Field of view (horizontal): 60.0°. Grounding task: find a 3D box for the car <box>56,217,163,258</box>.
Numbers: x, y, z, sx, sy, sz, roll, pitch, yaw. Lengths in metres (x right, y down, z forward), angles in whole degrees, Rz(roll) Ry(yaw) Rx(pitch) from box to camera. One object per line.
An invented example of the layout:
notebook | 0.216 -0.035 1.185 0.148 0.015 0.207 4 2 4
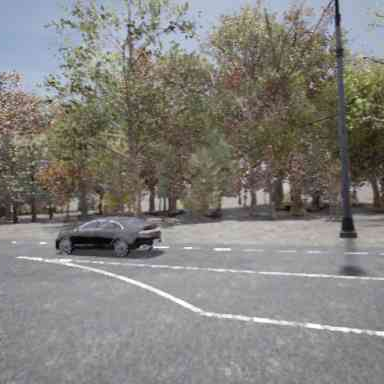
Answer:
car | -3.572 1.812 14.034 4.902 1.511 2.128 -3 -1 26
